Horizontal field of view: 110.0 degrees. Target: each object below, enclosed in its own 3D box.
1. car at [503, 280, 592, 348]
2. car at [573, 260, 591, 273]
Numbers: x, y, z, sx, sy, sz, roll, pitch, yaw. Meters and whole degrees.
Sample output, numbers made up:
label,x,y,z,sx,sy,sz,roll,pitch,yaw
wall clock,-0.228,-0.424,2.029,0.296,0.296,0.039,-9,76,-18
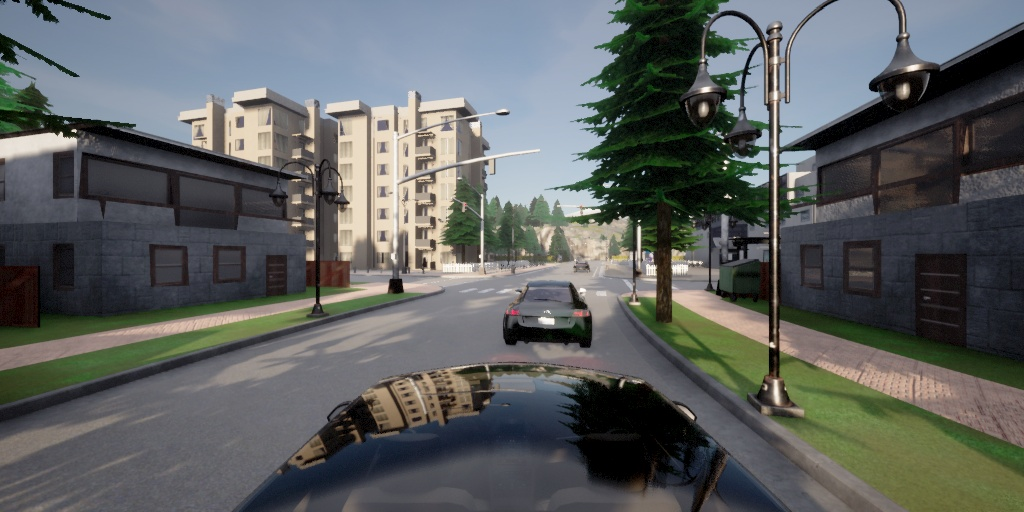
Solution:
label,x,y,z,sx,sy,sz,roll,pitch,yaw
car,0.999,1.314,9.370,1.994,1.385,4.181,0,0,8
car,8.753,1.276,44.911,2.128,1.511,4.902,0,0,14
